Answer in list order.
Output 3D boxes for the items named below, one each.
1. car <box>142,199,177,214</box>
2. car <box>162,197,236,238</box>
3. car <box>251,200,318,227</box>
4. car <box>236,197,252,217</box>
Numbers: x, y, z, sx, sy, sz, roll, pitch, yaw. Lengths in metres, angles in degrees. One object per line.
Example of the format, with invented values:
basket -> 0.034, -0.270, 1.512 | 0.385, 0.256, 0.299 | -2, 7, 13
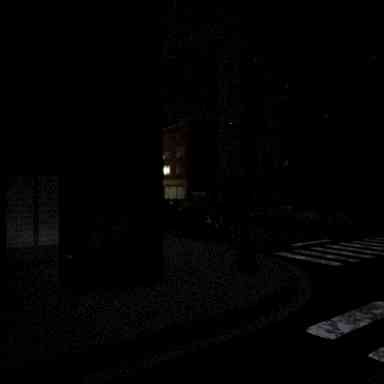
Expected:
car -> -3.611, 1.528, 36.441 | 1.887, 1.381, 4.507 | 0, 0, -35
car -> -0.284, 1.284, 17.912 | 2.192, 1.841, 5.009 | 0, 0, -35
car -> 6.162, 1.527, 22.694 | 1.752, 1.417, 4.829 | 0, 0, -35
car -> 2.971, 1.311, 27.184 | 2.192, 1.841, 5.009 | 0, 0, -35
